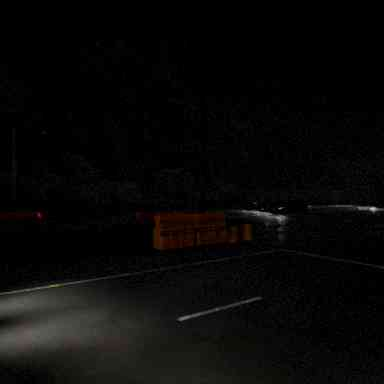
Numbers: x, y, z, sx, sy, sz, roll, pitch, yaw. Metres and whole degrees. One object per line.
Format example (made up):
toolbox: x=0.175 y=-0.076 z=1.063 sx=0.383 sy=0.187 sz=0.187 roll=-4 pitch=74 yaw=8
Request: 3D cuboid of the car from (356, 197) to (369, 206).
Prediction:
car: x=26.817 y=1.280 z=48.940 sx=5.008 sy=1.535 sz=1.882 roll=0 pitch=0 yaw=-35

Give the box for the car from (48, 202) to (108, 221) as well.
car: x=-9.698 y=1.536 z=27.172 sx=5.357 sy=1.411 sz=2.033 roll=0 pitch=0 yaw=-36

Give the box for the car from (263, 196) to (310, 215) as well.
car: x=9.479 y=1.414 z=32.268 sx=4.892 sy=1.490 sz=1.837 roll=0 pitch=0 yaw=-36

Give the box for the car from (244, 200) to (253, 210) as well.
car: x=8.442 y=1.243 z=40.129 sx=4.553 sy=1.767 sz=2.097 roll=-1 pitch=0 yaw=-35

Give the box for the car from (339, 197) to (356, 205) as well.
car: x=25.068 y=1.402 z=51.987 sx=4.718 sy=1.301 sz=1.895 roll=0 pitch=0 yaw=-35

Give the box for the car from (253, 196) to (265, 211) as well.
car: x=9.629 y=1.444 z=36.675 sx=5.357 sy=1.411 sz=2.033 roll=0 pitch=0 yaw=-36

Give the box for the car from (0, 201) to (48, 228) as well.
car: x=-10.595 y=1.352 z=17.932 sx=4.553 sy=1.767 sz=2.097 roll=0 pitch=0 yaw=-36

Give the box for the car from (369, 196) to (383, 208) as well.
car: x=25.831 y=1.420 z=43.942 sx=4.718 sy=1.301 sz=1.895 roll=0 pitch=0 yaw=-35
